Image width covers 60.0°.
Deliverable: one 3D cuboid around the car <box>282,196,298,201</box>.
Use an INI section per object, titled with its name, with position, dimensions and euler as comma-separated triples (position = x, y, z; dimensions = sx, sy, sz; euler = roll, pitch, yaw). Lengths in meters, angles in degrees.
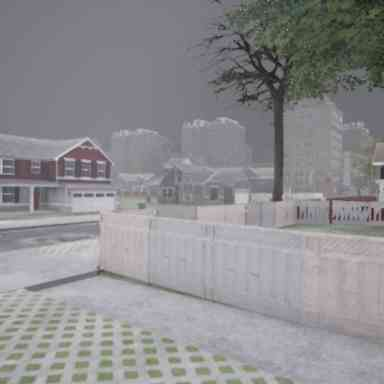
[car]
position = 13.540, 1.260, 47.143
dimensions = 2.128, 1.511, 4.902
euler = 1, 0, 35
